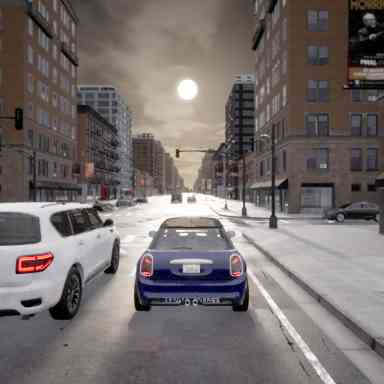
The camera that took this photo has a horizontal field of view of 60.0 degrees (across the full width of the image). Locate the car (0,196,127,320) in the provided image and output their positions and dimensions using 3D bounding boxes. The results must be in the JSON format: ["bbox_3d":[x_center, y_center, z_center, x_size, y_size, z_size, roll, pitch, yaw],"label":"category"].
[{"bbox_3d":[-3.157,1.223,7.450,2.150,2.045,5.566,0,0,0],"label":"car"}]

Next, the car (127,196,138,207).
[{"bbox_3d":[-9.906,1.351,49.971,2.097,1.767,4.553,0,0,0],"label":"car"}]

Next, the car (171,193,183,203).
[{"bbox_3d":[-3.247,1.211,70.035,2.150,2.045,5.566,0,0,0],"label":"car"}]

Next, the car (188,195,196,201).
[{"bbox_3d":[-0.096,1.453,79.740,1.895,1.301,4.718,0,0,0],"label":"car"}]

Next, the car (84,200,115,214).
[{"bbox_3d":[-9.958,1.600,36.256,1.895,1.301,4.718,0,0,2],"label":"car"}]

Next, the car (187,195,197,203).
[{"bbox_3d":[-0.083,1.482,69.291,2.128,1.511,4.902,0,0,0],"label":"car"}]

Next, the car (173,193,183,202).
[{"bbox_3d":[-3.346,1.212,80.425,2.150,2.045,5.566,0,0,0],"label":"car"}]

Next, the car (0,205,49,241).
[{"bbox_3d":[-9.869,1.540,17.918,2.033,1.411,5.357,0,0,0],"label":"car"}]

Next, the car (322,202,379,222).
[{"bbox_3d":[12.691,1.545,25.943,4.892,1.490,1.837,0,0,2],"label":"car"}]

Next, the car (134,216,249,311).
[{"bbox_3d":[-0.002,1.352,7.907,2.097,1.767,4.553,0,0,0],"label":"car"}]

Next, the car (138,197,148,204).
[{"bbox_3d":[-9.864,1.593,65.058,1.895,1.301,4.718,0,0,0],"label":"car"}]
